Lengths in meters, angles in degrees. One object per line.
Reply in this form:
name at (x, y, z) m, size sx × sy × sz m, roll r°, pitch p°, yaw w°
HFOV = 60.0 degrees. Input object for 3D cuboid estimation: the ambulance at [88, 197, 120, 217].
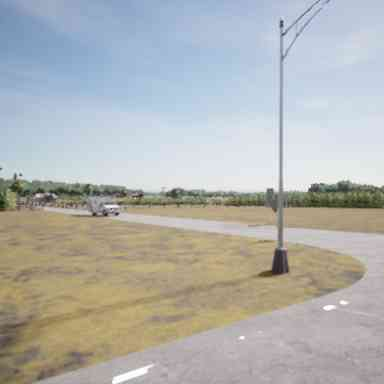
ambulance at (-11.419, 1.869, 43.244) m, size 2.351 × 2.431 × 6.366 m, roll 0°, pitch -1°, yaw -35°
